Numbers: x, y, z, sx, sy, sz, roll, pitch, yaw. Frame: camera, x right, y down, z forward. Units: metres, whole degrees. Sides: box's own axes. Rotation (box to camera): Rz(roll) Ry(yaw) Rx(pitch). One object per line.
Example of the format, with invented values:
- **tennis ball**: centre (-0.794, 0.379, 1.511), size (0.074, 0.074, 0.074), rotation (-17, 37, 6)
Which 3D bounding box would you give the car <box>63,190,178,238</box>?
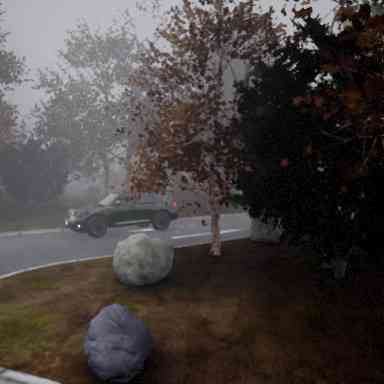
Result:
- **car**: centre (-3.329, 0.922, 16.307), size (5.566, 2.045, 2.150), rotation (-2, 1, -37)
